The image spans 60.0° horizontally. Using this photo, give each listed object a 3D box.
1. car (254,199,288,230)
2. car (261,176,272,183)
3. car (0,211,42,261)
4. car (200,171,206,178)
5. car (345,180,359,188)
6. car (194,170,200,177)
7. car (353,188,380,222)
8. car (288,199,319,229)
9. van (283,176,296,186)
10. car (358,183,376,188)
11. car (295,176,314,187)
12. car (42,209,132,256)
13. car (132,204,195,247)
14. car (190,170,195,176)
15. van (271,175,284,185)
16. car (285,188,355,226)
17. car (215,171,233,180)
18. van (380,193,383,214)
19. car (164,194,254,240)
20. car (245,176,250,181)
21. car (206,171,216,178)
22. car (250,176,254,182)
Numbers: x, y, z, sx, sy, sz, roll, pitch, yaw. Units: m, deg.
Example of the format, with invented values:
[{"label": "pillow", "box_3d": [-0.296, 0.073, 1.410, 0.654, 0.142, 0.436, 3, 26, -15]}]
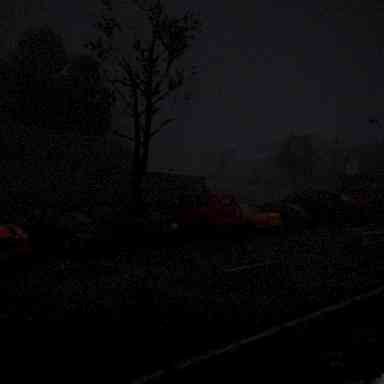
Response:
[{"label": "car", "box_3d": [2.164, 1.340, 18.282, 5.366, 1.575, 1.946, -1, 0, 35]}, {"label": "car", "box_3d": [17.493, -2.564, 72.694, 1.946, 1.575, 5.366, 6, 4, 35]}, {"label": "car", "box_3d": [-7.481, 1.362, 11.227, 4.553, 1.767, 2.185, -1, 0, 34]}, {"label": "car", "box_3d": [5.130, -4.601, 89.685, 2.185, 1.767, 4.553, 6, 3, 34]}, {"label": "car", "box_3d": [27.796, -1.174, 57.765, 2.435, 2.045, 5.566, 6, 4, 35]}, {"label": "car", "box_3d": [3.395, -4.836, 92.151, 2.185, 1.767, 4.553, 4, 1, 33]}, {"label": "car", "box_3d": [9.703, 0.983, 23.377, 5.566, 2.045, 2.435, -1, -1, 35]}, {"label": "car", "box_3d": [4.769, 1.345, 19.912, 4.674, 1.452, 2.002, -1, 0, 35]}, {"label": "van", "box_3d": [20.805, -2.239, 67.498, 1.878, 1.987, 4.442, 7, 4, 35]}, {"label": "car", "box_3d": [29.495, -0.611, 55.298, 2.002, 1.452, 4.674, 6, 4, 35]}, {"label": "car", "box_3d": [22.572, -1.741, 65.141, 2.231, 1.521, 4.892, 6, 4, 35]}, {"label": "car", "box_3d": [-5.015, 1.450, 12.956, 4.892, 1.521, 2.231, -1, -1, 34]}, {"label": "car", "box_3d": [-2.597, 1.441, 14.705, 4.792, 1.488, 2.163, -1, 0, 34]}, {"label": "car", "box_3d": [1.618, -5.112, 94.495, 2.435, 2.045, 5.566, 1, -1, 34]}, {"label": "van", "box_3d": [19.070, -2.512, 69.965, 1.878, 1.987, 4.442, 7, 4, 35]}, {"label": "car", "box_3d": [7.191, 1.019, 21.669, 5.566, 2.045, 2.435, -1, 0, 35]}, {"label": "car", "box_3d": [8.787, -3.929, 84.968, 1.946, 1.575, 5.366, 6, 4, 34]}, {"label": "van", "box_3d": [12.240, 0.972, 25.049, 4.442, 1.987, 1.878, -1, -1, 35]}, {"label": "car", "box_3d": [-0.157, 1.125, 16.450, 5.566, 2.045, 2.435, -1, 0, 34]}, {"label": "car", "box_3d": [13.909, -3.068, 77.470, 2.002, 1.452, 4.674, 6, 4, 35]}, {"label": "car", "box_3d": [6.928, -4.449, 87.222, 2.435, 2.045, 5.566, 7, 4, 34]}, {"label": "car", "box_3d": [15.657, -2.794, 75.011, 2.002, 1.452, 4.674, 7, 4, 35]}]
